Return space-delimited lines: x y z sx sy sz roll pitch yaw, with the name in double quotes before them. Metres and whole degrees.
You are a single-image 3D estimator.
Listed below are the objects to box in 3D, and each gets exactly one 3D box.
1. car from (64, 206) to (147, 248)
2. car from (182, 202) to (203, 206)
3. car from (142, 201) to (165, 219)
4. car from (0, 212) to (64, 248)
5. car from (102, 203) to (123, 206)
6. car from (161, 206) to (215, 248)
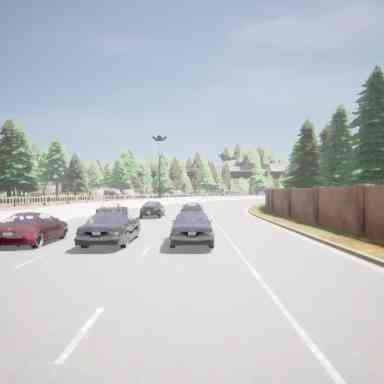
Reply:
"car" -3.500 1.563 14.650 2.033 1.411 5.357 0 0 0
"car" 0.026 1.572 29.352 1.994 1.385 4.181 0 0 1
"car" -3.473 1.533 29.437 1.812 1.442 4.674 0 0 1
"car" -7.000 1.572 14.650 1.994 1.385 4.181 0 0 0
"car" -6.971 1.616 29.552 1.895 1.301 4.718 0 0 1
"car" 0.000 1.563 14.650 2.033 1.411 5.357 0 0 0
